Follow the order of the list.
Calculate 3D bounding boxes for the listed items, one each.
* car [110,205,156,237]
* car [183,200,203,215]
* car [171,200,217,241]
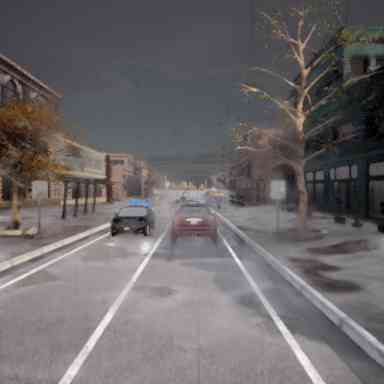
[{"bbox_3d":[-3.105,1.483,18.335,1.882,1.535,5.008,0,0,0],"label":"car"},{"bbox_3d":[0.090,1.591,35.099,2.033,1.411,5.357,0,-1,0],"label":"car"},{"bbox_3d":[0.095,1.357,16.718,2.097,1.767,4.553,0,0,0],"label":"car"}]
